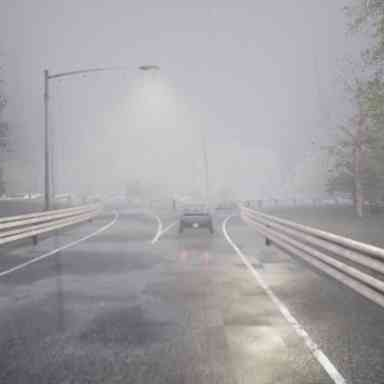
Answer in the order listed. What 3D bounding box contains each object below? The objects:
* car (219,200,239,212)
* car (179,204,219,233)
[{"bbox_3d":[4.497,1.725,41.864,2.033,1.411,5.357,0,0,20],"label":"car"},{"bbox_3d":[0.339,1.501,19.674,2.128,1.511,4.902,0,0,4],"label":"car"}]
